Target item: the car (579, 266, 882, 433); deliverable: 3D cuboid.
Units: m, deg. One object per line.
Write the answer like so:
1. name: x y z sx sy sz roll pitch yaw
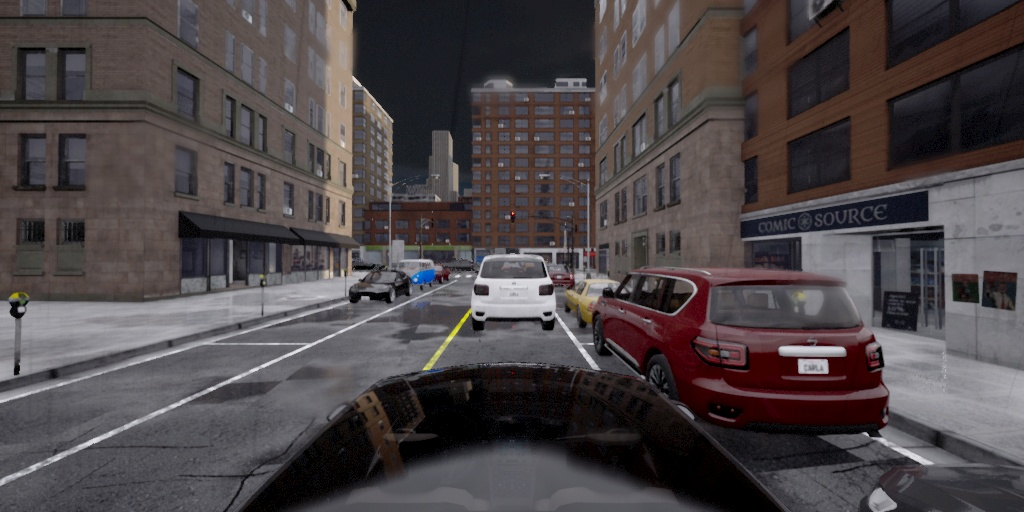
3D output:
1. car: 2.664 1.065 5.574 2.192 1.841 5.009 0 0 0

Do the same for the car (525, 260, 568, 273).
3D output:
1. car: 4.100 1.279 43.529 5.008 1.535 1.882 0 -1 0

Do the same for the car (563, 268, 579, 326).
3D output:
1. car: 2.656 1.279 11.227 1.751 1.417 4.829 0 0 0

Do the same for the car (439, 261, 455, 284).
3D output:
1. car: -5.894 1.312 27.494 1.888 1.381 4.507 0 0 0

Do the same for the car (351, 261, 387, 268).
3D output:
1. car: -17.650 1.240 43.631 4.718 1.301 1.895 0 -1 0

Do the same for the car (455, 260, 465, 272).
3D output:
1. car: -5.445 1.199 40.323 4.892 1.490 1.837 0 -1 0

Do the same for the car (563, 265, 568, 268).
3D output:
1. car: 2.640 1.202 22.022 1.967 1.591 4.097 0 0 0

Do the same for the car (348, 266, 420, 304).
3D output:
1. car: -5.877 1.323 16.529 1.948 1.339 4.313 0 0 0

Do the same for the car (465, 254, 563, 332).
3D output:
1. car: 0.018 0.975 11.075 2.150 2.045 5.566 0 0 -1

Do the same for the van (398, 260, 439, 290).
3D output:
1. van: -5.886 1.103 22.011 1.690 1.789 3.998 0 0 0
